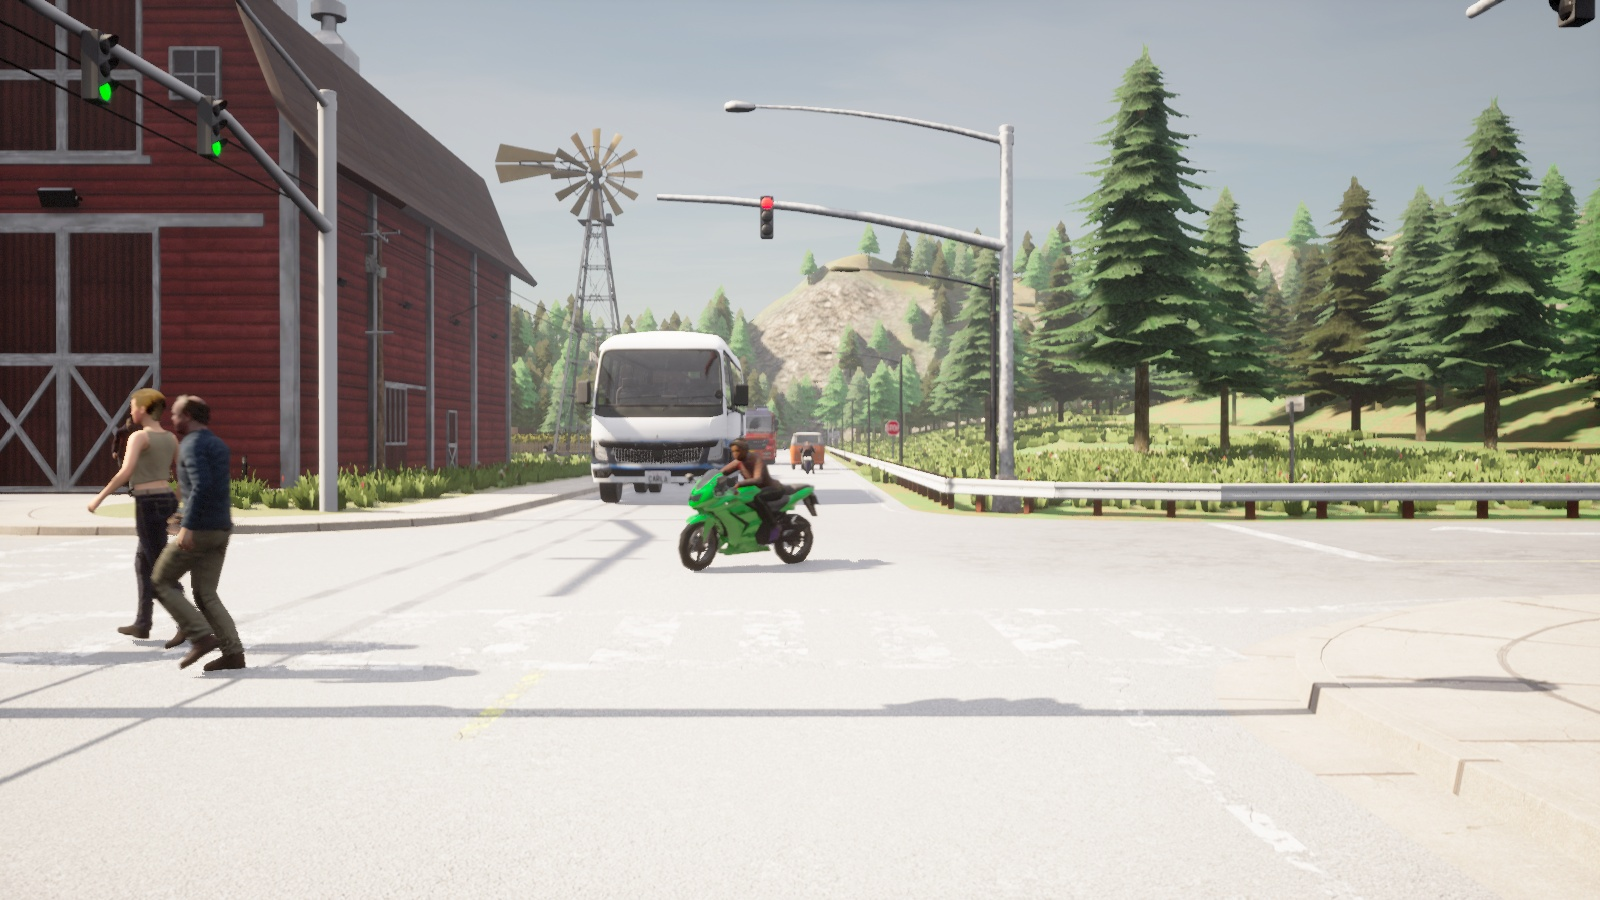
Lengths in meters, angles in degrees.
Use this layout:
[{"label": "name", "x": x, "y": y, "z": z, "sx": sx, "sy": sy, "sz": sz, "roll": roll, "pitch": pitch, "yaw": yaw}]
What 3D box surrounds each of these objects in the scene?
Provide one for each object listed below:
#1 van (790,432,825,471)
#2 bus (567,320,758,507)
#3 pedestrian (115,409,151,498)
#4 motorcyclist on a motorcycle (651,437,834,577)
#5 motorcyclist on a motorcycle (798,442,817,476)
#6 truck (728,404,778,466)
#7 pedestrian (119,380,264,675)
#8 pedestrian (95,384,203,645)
[{"label": "van", "x": 0.398, "y": 0.060, "z": 66.401, "sx": 1.775, "sy": 1.987, "sz": 4.442, "roll": 0, "pitch": 0, "yaw": 0}, {"label": "bus", "x": -3.290, "y": -0.856, "z": 33.681, "sx": 3.944, "sy": 4.253, "sz": 10.273, "roll": 0, "pitch": 0, "yaw": 0}, {"label": "pedestrian", "x": -14.201, "y": 0.070, "z": 26.733, "sx": 0.634, "sy": 1.844, "sz": 0.899, "roll": 0, "pitch": 0, "yaw": -26}, {"label": "motorcyclist on a motorcycle", "x": -0.645, "y": 0.618, "z": 14.613, "sx": 2.044, "sy": 1.523, "sz": 0.797, "roll": 0, "pitch": 1, "yaw": -40}, {"label": "motorcyclist on a motorcycle", "x": 0.346, "y": 0.401, "z": 57.475, "sx": 0.866, "sy": 1.530, "sz": 2.191, "roll": 0, "pitch": 0, "yaw": 0}, {"label": "truck", "x": -3.013, "y": -0.963, "z": 81.908, "sx": 2.891, "sy": 3.827, "sz": 8.468, "roll": 0, "pitch": 0, "yaw": 0}, {"label": "pedestrian", "x": -3.880, "y": 0.484, "z": 8.035, "sx": 0.726, "sy": 1.842, "sz": 0.402, "roll": 0, "pitch": 0, "yaw": 1}, {"label": "pedestrian", "x": -4.672, "y": 0.454, "z": 9.029, "sx": 0.594, "sy": 1.836, "sz": 0.345, "roll": 0, "pitch": 0, "yaw": 5}]
